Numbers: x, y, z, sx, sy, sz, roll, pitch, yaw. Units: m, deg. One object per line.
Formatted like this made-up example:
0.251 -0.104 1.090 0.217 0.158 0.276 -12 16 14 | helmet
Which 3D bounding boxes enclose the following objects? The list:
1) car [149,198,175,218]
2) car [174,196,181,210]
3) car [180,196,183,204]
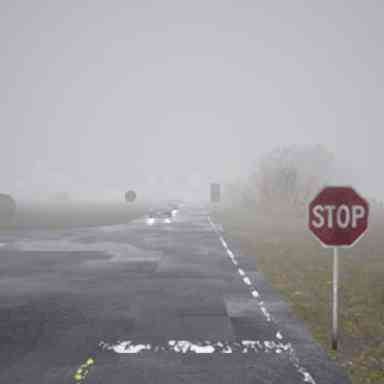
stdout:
-2.797 1.521 30.644 1.812 1.442 4.674 0 0 0 | car
-2.773 1.563 42.239 1.994 1.385 4.181 0 0 0 | car
-2.676 1.496 62.231 1.882 1.535 5.008 0 0 1 | car
